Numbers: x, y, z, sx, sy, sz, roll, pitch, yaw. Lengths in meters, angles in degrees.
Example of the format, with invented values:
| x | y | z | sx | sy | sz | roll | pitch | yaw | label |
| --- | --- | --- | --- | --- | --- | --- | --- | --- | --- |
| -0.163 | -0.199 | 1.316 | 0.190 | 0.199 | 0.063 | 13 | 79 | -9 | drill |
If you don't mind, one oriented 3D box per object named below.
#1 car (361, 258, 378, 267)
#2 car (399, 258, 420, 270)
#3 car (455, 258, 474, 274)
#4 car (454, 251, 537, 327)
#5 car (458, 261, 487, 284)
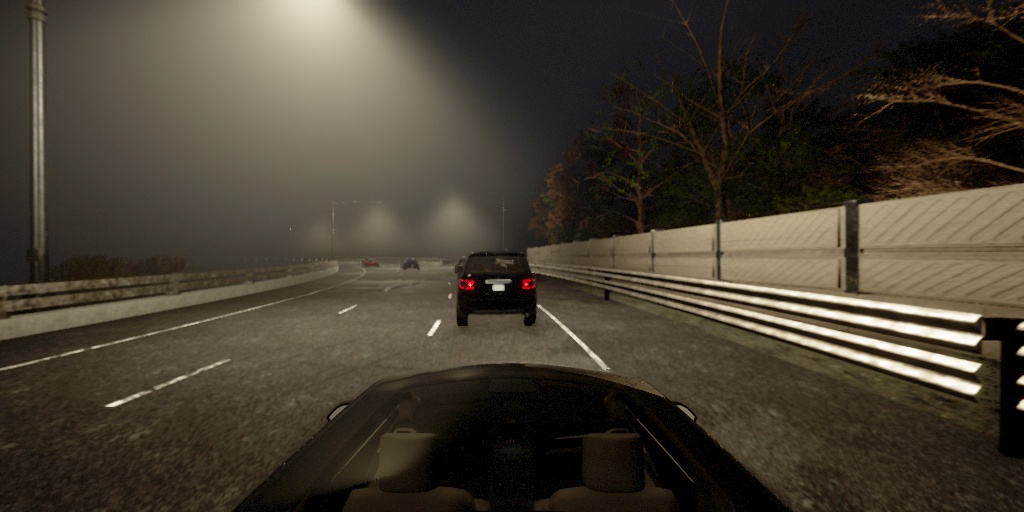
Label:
| x | y | z | sx | sy | sz | roll | pitch | yaw | label |
| --- | --- | --- | --- | --- | --- | --- | --- | --- | --- |
| -21.748 | 0.978 | 54.823 | 1.994 | 1.385 | 4.181 | 0 | 0 | -30 | car |
| -12.894 | 0.997 | 45.186 | 1.812 | 1.442 | 4.674 | 0 | 0 | -23 | car |
| -5.013 | 1.020 | 37.576 | 1.837 | 1.490 | 4.892 | 0 | 0 | -9 | car |
| -0.584 | 0.900 | 11.469 | 2.150 | 2.045 | 5.566 | 0 | -1 | -5 | car |
| -2.991 | 1.114 | 26.291 | 1.812 | 1.442 | 4.674 | 0 | 0 | -11 | car |
